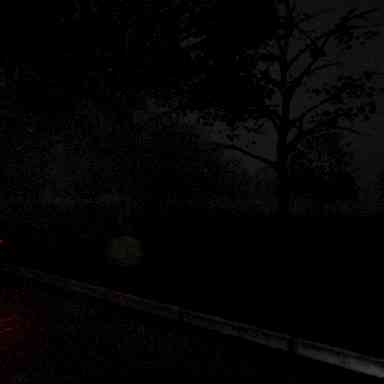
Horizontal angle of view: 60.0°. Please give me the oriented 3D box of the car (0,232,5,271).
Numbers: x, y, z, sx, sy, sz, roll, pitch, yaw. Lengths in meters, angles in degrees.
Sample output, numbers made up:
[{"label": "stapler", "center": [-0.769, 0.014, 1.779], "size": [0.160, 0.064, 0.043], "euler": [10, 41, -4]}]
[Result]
[{"label": "car", "center": [-6.900, 1.235, 8.365], "size": [5.566, 2.045, 2.150], "euler": [0, 0, 36]}]
